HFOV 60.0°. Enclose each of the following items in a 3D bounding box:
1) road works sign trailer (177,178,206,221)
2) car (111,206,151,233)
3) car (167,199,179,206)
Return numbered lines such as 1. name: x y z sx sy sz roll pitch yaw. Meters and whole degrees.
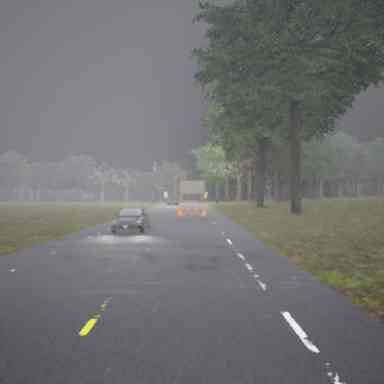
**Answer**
1. road works sign trailer: 0.011 0.614 29.134 2.380 3.560 2.880 0 0 -1
2. car: -3.599 1.628 20.334 1.812 1.442 4.674 0 0 0
3. car: -3.531 1.922 61.792 1.994 1.385 4.181 0 0 1
